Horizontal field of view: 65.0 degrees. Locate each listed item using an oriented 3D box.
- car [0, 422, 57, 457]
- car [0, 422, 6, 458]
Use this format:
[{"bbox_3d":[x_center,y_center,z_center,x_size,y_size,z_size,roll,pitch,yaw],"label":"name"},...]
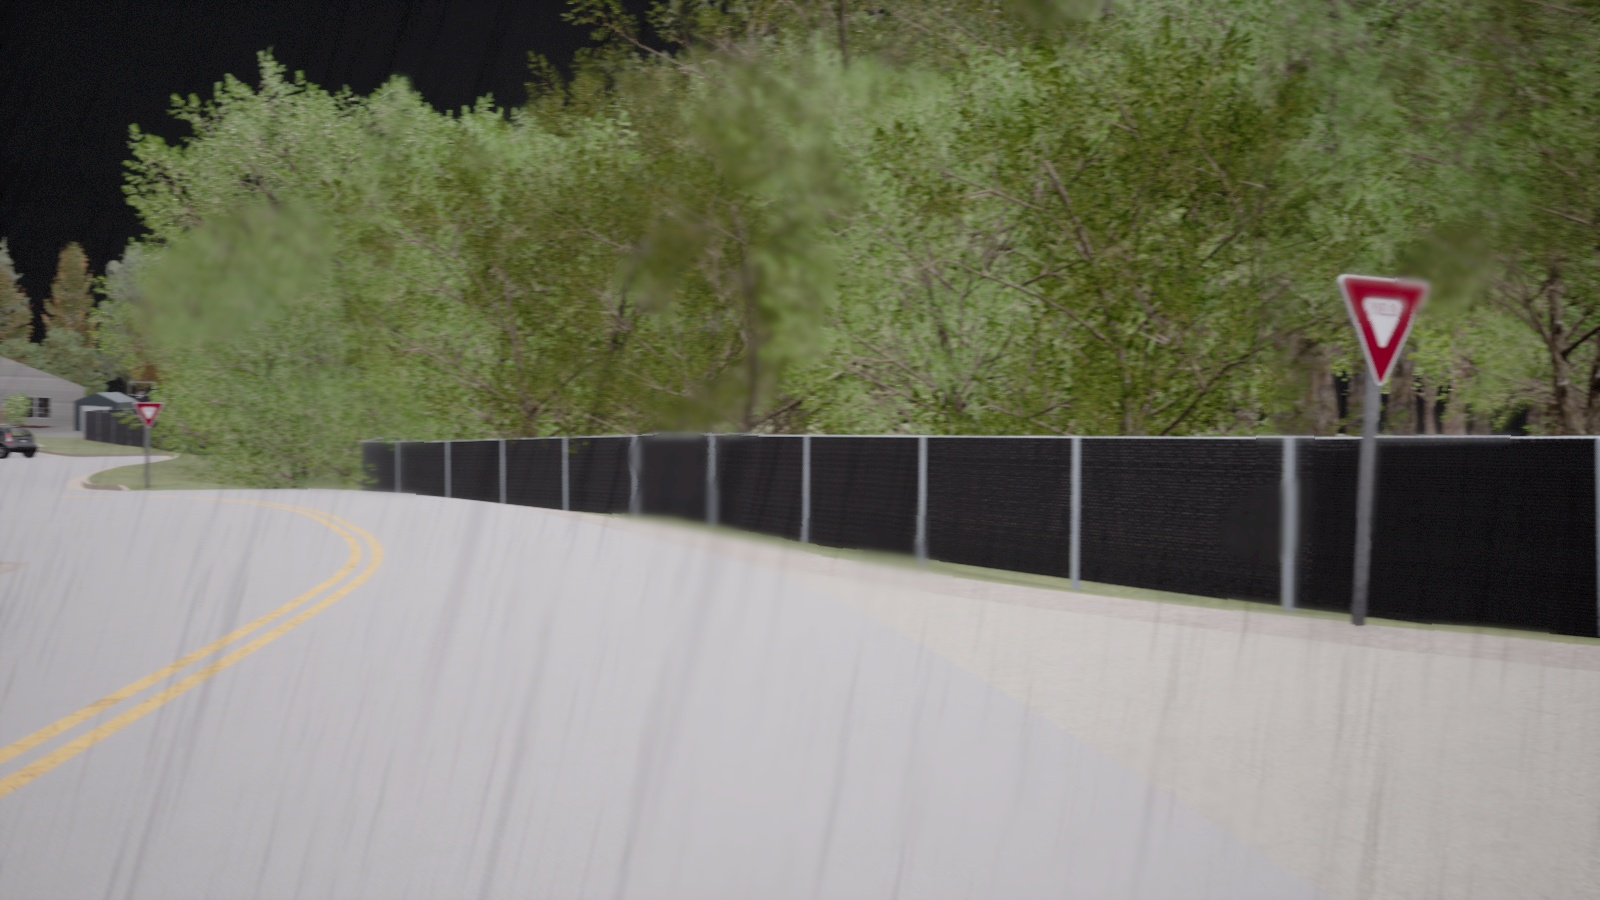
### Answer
[{"bbox_3d":[-39.003,-0.528,61.884,3.988,1.617,1.851,1,2,16],"label":"car"},{"bbox_3d":[-39.791,-0.488,58.510,4.611,1.667,2.242,1,2,17],"label":"car"}]
